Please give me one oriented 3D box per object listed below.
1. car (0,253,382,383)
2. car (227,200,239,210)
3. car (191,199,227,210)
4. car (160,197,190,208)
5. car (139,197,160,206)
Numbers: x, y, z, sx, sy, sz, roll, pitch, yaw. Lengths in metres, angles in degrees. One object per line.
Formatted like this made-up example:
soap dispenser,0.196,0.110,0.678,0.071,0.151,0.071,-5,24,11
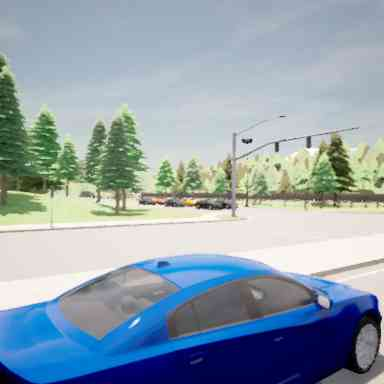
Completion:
car,0.360,1.509,4.004,5.008,1.535,1.882,1,-1,-35
car,5.042,1.899,51.176,1.882,1.535,5.008,1,-1,-35
car,2.424,1.855,48.810,1.882,1.535,5.008,1,-1,-35
car,-2.957,1.884,56.514,1.837,1.490,4.892,1,-1,-35
car,-8.787,1.886,64.933,1.837,1.490,4.892,1,-1,-35
